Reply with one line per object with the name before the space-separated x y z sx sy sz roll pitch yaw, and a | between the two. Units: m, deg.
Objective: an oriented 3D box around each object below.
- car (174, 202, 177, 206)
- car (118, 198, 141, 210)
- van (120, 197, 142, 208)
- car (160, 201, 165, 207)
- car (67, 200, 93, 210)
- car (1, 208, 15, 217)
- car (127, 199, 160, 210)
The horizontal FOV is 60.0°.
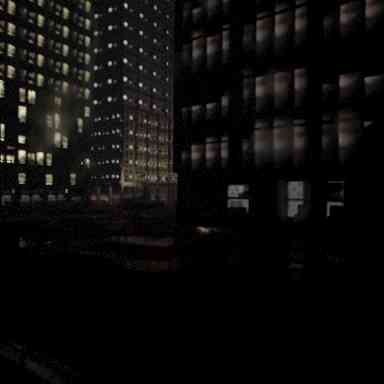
car | -1.285 2.299 65.932 2.033 1.411 5.357 1 0 35
car | -9.767 1.954 53.691 2.097 1.767 4.553 1 0 35
van | -11.205 1.929 61.635 1.690 1.788 3.998 0 0 35
car | -7.064 2.225 62.868 1.994 1.385 4.181 1 0 35
car | -17.640 1.915 52.367 1.967 1.590 4.097 0 0 35
car | -20.310 1.962 33.603 2.008 1.369 4.403 0 0 35
car | -7.545 2.203 52.213 1.947 1.339 4.313 0 0 35
